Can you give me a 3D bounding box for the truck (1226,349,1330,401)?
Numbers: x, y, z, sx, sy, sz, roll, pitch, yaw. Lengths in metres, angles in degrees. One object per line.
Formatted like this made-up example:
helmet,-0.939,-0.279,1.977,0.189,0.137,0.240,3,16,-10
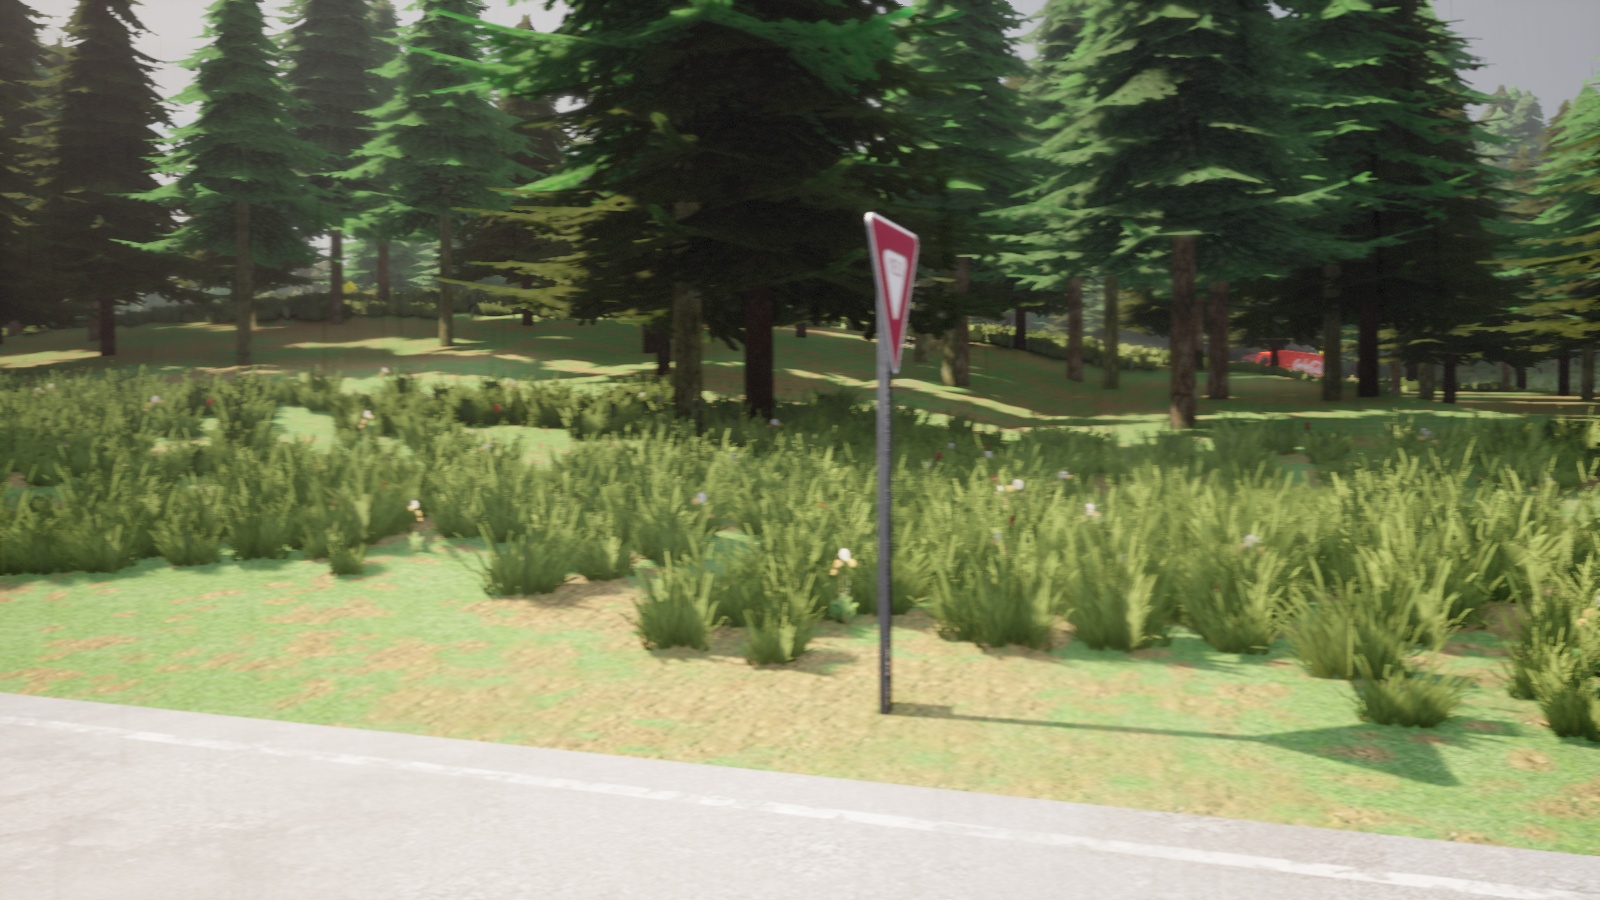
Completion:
truck,28.500,-4.410,74.884,5.204,2.467,2.627,5,-1,-19
